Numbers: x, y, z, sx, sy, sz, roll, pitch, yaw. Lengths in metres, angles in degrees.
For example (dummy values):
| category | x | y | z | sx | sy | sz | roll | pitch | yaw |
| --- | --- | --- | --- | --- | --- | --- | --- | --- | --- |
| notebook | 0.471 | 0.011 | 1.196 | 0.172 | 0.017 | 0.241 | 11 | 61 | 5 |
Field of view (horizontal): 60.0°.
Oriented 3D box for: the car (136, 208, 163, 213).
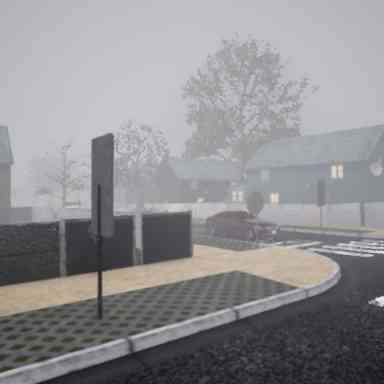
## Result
| category | x | y | z | sx | sy | sz | roll | pitch | yaw |
| --- | --- | --- | --- | --- | --- | --- | --- | --- | --- |
| car | -3.184 | 1.968 | 25.746 | 1.994 | 1.385 | 4.181 | 0 | -1 | -35 |

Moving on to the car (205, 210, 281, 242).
| category | x | y | z | sx | sy | sz | roll | pitch | yaw |
| --- | --- | --- | --- | --- | --- | --- | --- | --- | --- |
| car | 2.530 | 1.690 | 17.655 | 1.812 | 1.442 | 4.674 | 0 | -1 | -35 |

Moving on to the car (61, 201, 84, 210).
| category | x | y | z | sx | sy | sz | roll | pitch | yaw |
| --- | --- | --- | --- | --- | --- | --- | --- | --- | --- |
| car | -15.286 | 2.141 | 42.945 | 2.150 | 2.045 | 5.566 | 0 | -1 | -35 |

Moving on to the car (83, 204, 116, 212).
| category | x | y | z | sx | sy | sz | roll | pitch | yaw |
| --- | --- | --- | --- | --- | --- | --- | --- | --- | --- |
| car | -9.202 | 2.164 | 34.254 | 1.837 | 1.490 | 4.892 | 0 | -1 | -36 |
